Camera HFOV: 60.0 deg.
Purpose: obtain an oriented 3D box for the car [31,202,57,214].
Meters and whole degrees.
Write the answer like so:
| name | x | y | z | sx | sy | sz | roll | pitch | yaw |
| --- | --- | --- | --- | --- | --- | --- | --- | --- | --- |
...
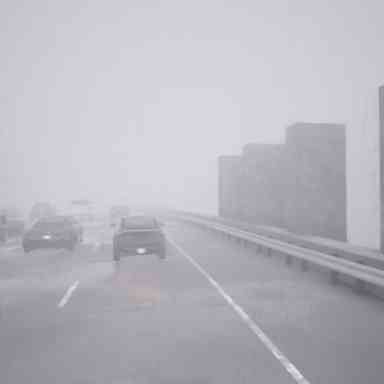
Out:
| name | x | y | z | sx | sy | sz | roll | pitch | yaw |
| --- | --- | --- | --- | --- | --- | --- | --- | --- | --- |
| car | -14.936 | 1.810 | 33.672 | 2.097 | 1.767 | 4.553 | 0 | -1 | -18 |

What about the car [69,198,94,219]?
| name | x | y | z | sx | sy | sz | roll | pitch | yaw |
| --- | --- | --- | --- | --- | --- | --- | --- | --- | --- |
| car | -11.133 | 1.654 | 33.432 | 2.150 | 2.045 | 5.566 | 0 | -1 | -18 |

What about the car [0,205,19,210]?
| name | x | y | z | sx | sy | sz | roll | pitch | yaw |
| --- | --- | --- | --- | --- | --- | --- | --- | --- | --- |
| car | -18.544 | 2.003 | 33.440 | 1.812 | 1.442 | 4.674 | 0 | -1 | -19 |

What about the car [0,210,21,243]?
| name | x | y | z | sx | sy | sz | roll | pitch | yaw |
| --- | --- | --- | --- | --- | --- | --- | --- | --- | --- |
| car | -10.210 | 1.853 | 17.352 | 1.895 | 1.301 | 4.718 | 0 | -1 | -13 |

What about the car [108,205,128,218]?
| name | x | y | z | sx | sy | sz | roll | pitch | yaw |
| --- | --- | --- | --- | --- | --- | --- | --- | --- | --- |
| car | -7.089 | 1.943 | 32.344 | 2.033 | 1.411 | 5.357 | 0 | -1 | -17 |

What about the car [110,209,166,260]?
| name | x | y | z | sx | sy | sz | roll | pitch | yaw |
| --- | --- | --- | --- | --- | --- | --- | --- | --- | --- |
| car | -2.135 | 1.664 | 13.188 | 1.837 | 1.490 | 4.892 | 0 | 0 | -11 |

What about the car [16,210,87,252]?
| name | x | y | z | sx | sy | sz | roll | pitch | yaw |
| --- | --- | --- | --- | --- | --- | --- | --- | --- | --- |
| car | -6.126 | 1.767 | 15.038 | 1.994 | 1.385 | 4.181 | 0 | -1 | -12 |
